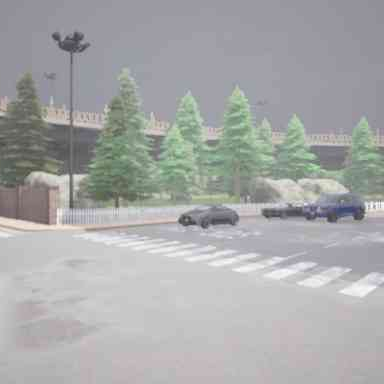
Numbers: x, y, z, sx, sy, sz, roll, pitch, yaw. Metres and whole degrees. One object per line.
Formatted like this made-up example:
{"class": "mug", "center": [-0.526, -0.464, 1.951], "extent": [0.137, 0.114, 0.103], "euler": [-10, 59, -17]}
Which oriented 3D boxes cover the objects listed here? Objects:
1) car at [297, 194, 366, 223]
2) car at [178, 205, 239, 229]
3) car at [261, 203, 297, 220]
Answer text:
{"class": "car", "center": [10.884, 1.183, 25.262], "extent": [5.566, 2.045, 2.150], "euler": [0, 0, -33]}
{"class": "car", "center": [1.131, 1.504, 21.287], "extent": [4.181, 1.385, 1.994], "euler": [0, 0, -43]}
{"class": "car", "center": [7.857, 1.554, 27.084], "extent": [4.718, 1.301, 1.895], "euler": [0, 0, -34]}
